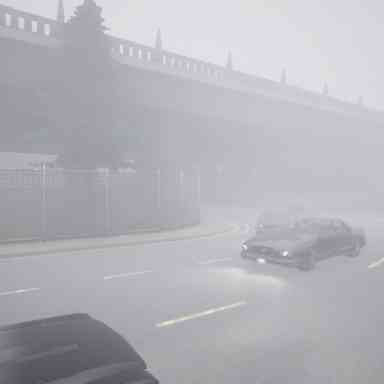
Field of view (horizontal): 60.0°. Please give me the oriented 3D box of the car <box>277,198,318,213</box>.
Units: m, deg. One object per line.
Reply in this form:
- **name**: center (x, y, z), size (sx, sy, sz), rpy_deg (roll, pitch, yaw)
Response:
- **car**: center (11.912, 1.494, 37.927), size (1.837, 1.490, 4.892), rpy_deg (0, 0, -22)

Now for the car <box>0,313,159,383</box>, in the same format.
- **car**: center (-2.499, 1.601, 1.963), size (4.718, 1.301, 1.895), rpy_deg (0, 0, -35)

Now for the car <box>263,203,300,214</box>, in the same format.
- **car**: center (4.765, 1.542, 18.422), size (2.033, 1.411, 5.357), rpy_deg (0, 0, 17)

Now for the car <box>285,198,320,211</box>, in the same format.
- **car**: center (10.430, 1.517, 32.284), size (1.812, 1.442, 4.674), rpy_deg (0, 0, -18)

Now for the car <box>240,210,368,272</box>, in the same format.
- **car**: center (3.968, 1.544, 11.087), size (5.357, 1.411, 2.033), rpy_deg (0, 0, -41)
